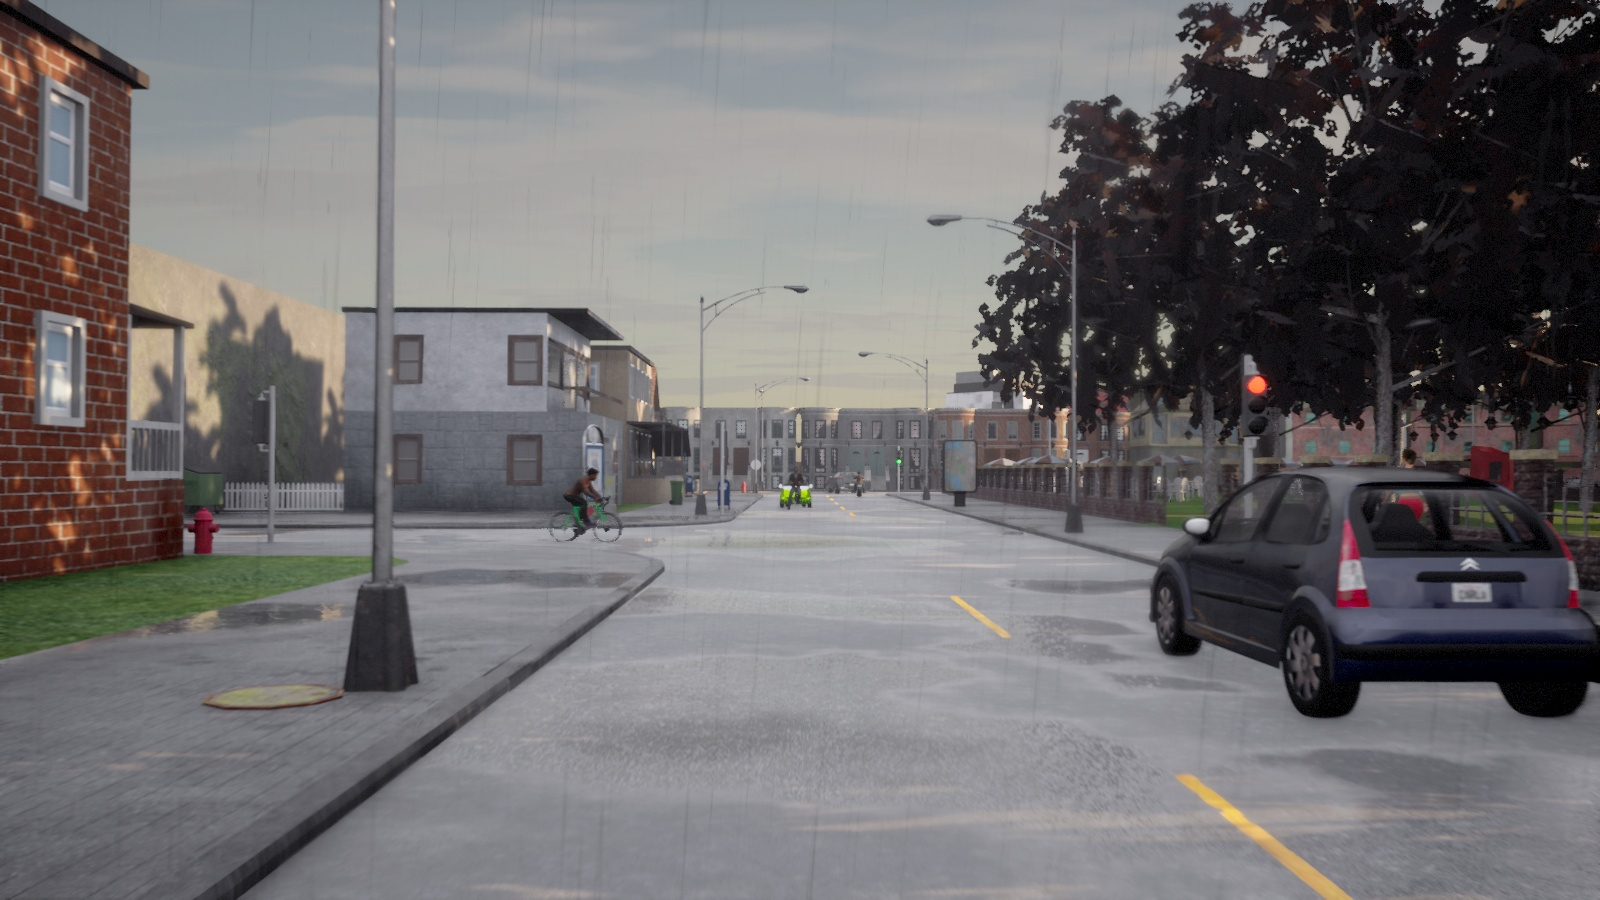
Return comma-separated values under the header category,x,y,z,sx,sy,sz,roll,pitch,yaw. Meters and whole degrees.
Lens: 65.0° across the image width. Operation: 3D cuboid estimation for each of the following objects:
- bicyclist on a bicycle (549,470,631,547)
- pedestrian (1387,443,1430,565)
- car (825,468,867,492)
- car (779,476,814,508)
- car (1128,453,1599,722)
category,x,y,z,sx,sy,sz,roll,pitch,yaw
bicyclist on a bicycle,-4.549,1.258,27.245,1.656,1.620,0.582,0,1,10
pedestrian,9.303,0.821,19.211,0.345,1.836,0.594,0,-1,0
car,3.301,2.163,91.383,2.152,1.651,5.027,0,-1,-9
car,-0.162,1.830,55.409,1.481,1.376,2.207,0,-1,0
car,4.032,0.864,9.612,1.851,1.617,3.988,0,-1,-2
